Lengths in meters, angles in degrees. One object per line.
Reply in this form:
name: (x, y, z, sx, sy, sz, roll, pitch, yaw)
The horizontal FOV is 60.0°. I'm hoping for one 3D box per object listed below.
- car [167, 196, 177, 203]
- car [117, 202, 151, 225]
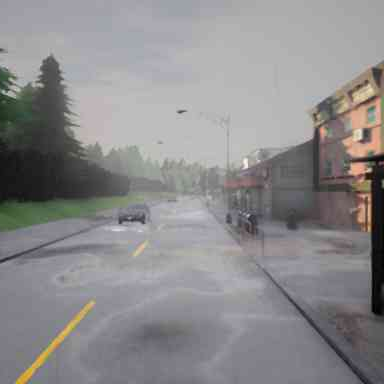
car: (-4.034, 1.531, 68.790, 2.033, 1.411, 5.357, 0, 0, 0)
car: (-4.102, 1.504, 24.228, 1.837, 1.490, 4.892, 0, 0, 0)
